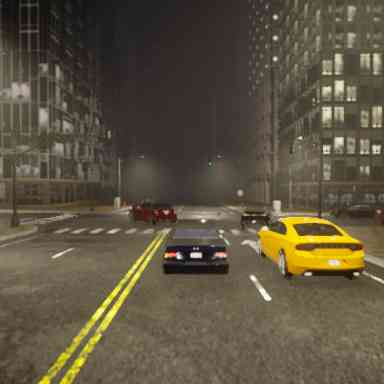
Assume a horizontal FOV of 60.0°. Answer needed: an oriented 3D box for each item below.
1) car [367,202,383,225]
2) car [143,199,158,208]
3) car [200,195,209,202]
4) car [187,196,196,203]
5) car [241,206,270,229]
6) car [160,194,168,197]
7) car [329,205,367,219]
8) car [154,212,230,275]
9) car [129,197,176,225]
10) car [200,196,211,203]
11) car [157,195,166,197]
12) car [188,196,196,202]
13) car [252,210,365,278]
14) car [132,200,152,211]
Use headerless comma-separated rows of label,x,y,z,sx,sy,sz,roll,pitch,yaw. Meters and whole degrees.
car,16.195,1.649,24.540,5.009,1.841,2.192,0,0,1
car,-6.590,1.837,53.520,1.895,1.301,4.718,0,0,0
car,3.225,1.714,86.096,2.097,1.767,4.553,0,0,0
car,-0.022,1.866,75.707,1.994,1.385,4.181,0,0,0
car,4.558,1.692,22.763,2.128,1.511,4.902,-1,-2,18
car,-6.523,1.542,74.276,2.150,2.045,5.566,0,0,0
car,15.106,1.862,30.345,4.718,1.301,1.895,0,1,1
car,0.097,1.597,10.572,2.033,1.411,5.357,0,0,0
car,-3.138,1.507,25.921,2.097,1.767,4.553,0,1,-36
car,3.227,1.824,76.295,1.837,1.490,4.892,0,0,0
car,-6.537,1.839,63.524,1.994,1.385,4.181,0,0,0
car,-0.026,1.743,85.743,1.994,1.385,4.181,0,0,0
car,3.348,1.526,10.305,1.882,1.535,5.008,0,0,0
car,-6.612,1.800,44.347,1.895,1.301,4.718,0,0,0
